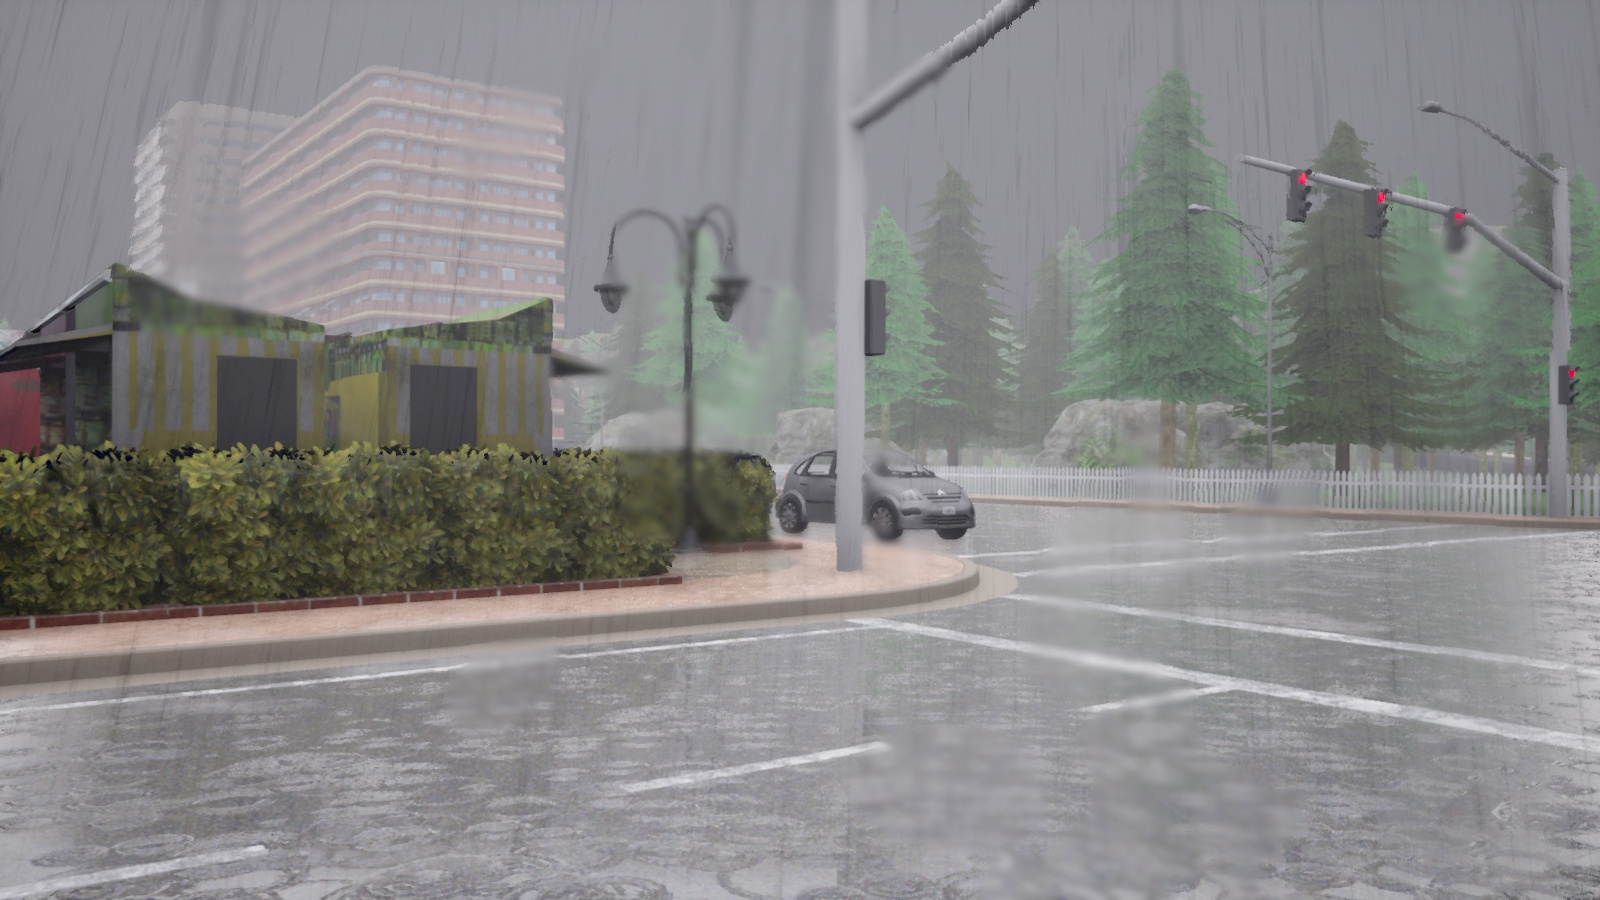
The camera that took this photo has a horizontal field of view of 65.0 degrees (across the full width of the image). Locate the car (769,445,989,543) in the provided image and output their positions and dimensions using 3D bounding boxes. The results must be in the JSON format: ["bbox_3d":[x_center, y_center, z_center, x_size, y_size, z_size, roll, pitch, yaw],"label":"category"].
[{"bbox_3d":[1.346,0.730,22.780,1.851,1.617,3.988,0,0,-37],"label":"car"}]
